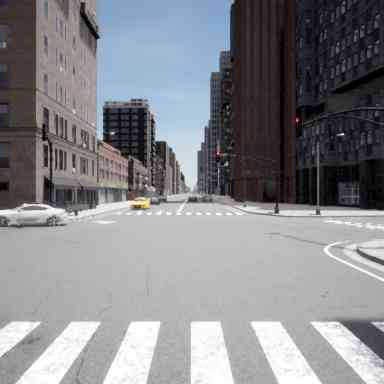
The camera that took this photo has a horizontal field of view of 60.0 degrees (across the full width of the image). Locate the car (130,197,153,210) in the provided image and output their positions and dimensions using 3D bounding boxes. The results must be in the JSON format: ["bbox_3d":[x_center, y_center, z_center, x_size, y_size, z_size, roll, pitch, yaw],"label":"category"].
[{"bbox_3d":[-6.531,1.485,42.202,1.882,1.535,5.008,0,0,0],"label":"car"}]

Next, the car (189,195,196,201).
[{"bbox_3d":[0.130,1.450,81.397,1.882,1.535,5.008,0,0,0],"label":"car"}]

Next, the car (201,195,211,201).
[{"bbox_3d":[3.379,1.497,81.393,2.128,1.511,4.902,0,0,0],"label":"car"}]

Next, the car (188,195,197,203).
[{"bbox_3d":[0.113,1.483,70.978,1.882,1.535,5.008,0,0,0],"label":"car"}]

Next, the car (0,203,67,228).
[{"bbox_3d":[-10.528,1.465,21.453,4.674,1.442,1.812,2,1,-33],"label":"car"}]

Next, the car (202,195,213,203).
[{"bbox_3d":[3.363,1.530,70.973,2.128,1.511,4.902,0,0,0],"label":"car"}]

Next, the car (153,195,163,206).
[{"bbox_3d":[-6.493,1.573,56.696,1.994,1.385,4.181,0,0,0],"label":"car"}]

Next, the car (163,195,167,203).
[{"bbox_3d":[-6.386,1.466,71.662,1.882,1.535,5.008,0,0,0],"label":"car"}]
